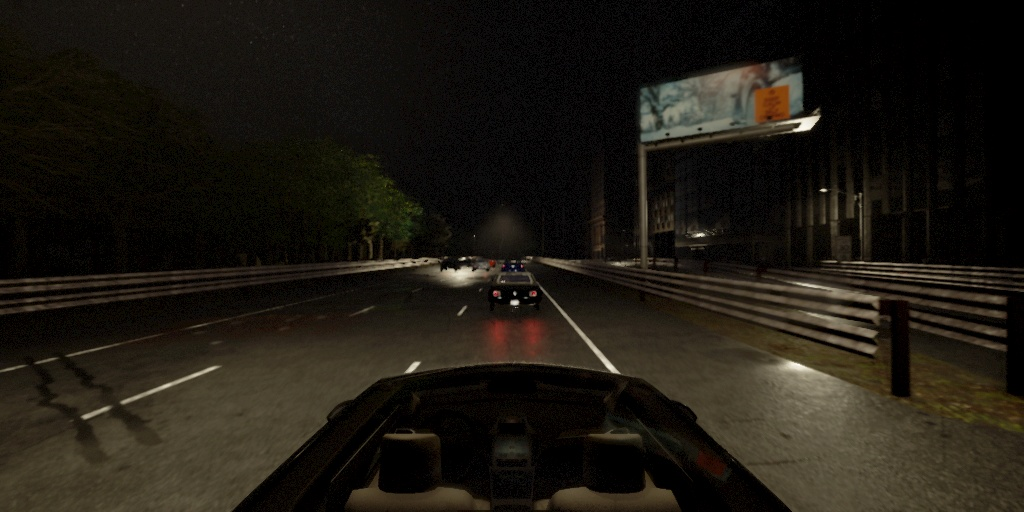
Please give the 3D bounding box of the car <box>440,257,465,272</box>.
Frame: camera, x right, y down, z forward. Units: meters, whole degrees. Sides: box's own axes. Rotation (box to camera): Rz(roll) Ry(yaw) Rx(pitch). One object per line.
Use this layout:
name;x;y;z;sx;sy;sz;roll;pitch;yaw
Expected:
car;-7.015;1.010;41.343;1.837;1.490;4.892;0;0;0

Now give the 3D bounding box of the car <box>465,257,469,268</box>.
car;-7.000;0.928;53.563;2.128;1.511;4.902;0;0;0

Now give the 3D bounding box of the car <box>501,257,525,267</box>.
car;0.087;0.908;32.929;2.097;1.767;4.553;0;0;0

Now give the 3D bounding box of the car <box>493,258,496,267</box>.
car;-3.500;0.787;53.517;2.097;1.767;4.553;0;0;0

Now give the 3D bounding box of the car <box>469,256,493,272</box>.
car;-3.516;1.030;41.335;1.812;1.442;4.674;0;0;0

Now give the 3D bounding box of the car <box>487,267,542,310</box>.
car;0.102;1.278;14.300;1.895;1.301;4.718;0;0;0
